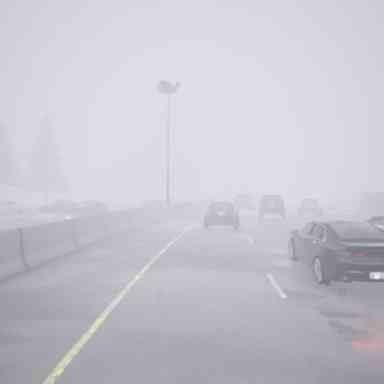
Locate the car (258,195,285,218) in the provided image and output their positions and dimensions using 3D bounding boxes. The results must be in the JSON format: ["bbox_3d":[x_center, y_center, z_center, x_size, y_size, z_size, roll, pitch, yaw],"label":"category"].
[{"bbox_3d":[7.216,1.242,30.136,2.150,2.045,5.566,0,0,13],"label":"car"}]

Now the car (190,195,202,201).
[{"bbox_3d":[1.328,1.475,74.316,1.812,1.442,4.674,0,0,26],"label":"car"}]

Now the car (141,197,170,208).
[{"bbox_3d":[-4.659,1.548,40.690,1.994,1.385,4.181,0,0,16],"label":"car"}]

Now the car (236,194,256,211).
[{"bbox_3d":[6.508,1.239,40.886,2.150,2.045,5.566,0,0,17],"label":"car"}]

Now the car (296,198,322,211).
[{"bbox_3d":[11.611,1.385,33.198,2.097,1.767,4.553,0,0,14],"label":"car"}]

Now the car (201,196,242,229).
[{"bbox_3d":[2.045,1.357,21.772,2.097,1.767,4.553,0,0,9],"label":"car"}]

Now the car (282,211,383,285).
[{"bbox_3d":[4.077,1.517,9.439,1.837,1.490,4.892,0,0,4],"label":"car"}]

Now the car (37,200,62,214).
[{"bbox_3d":[-13.532,1.506,34.425,2.033,1.411,5.357,0,0,13],"label":"car"}]

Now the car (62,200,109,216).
[{"bbox_3d":[-10.241,1.515,33.139,2.033,1.411,5.357,0,0,13],"label":"car"}]

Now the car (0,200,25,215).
[{"bbox_3d":[-17.753,1.472,31.202,1.812,1.442,4.674,0,0,11],"label":"car"}]

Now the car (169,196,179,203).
[{"bbox_3d":[-4.473,1.517,70.473,2.033,1.411,5.357,0,0,24],"label":"car"}]

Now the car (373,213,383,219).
[{"bbox_3d":[7.911,1.549,13.049,1.812,1.442,4.674,0,0,6],"label":"car"}]
